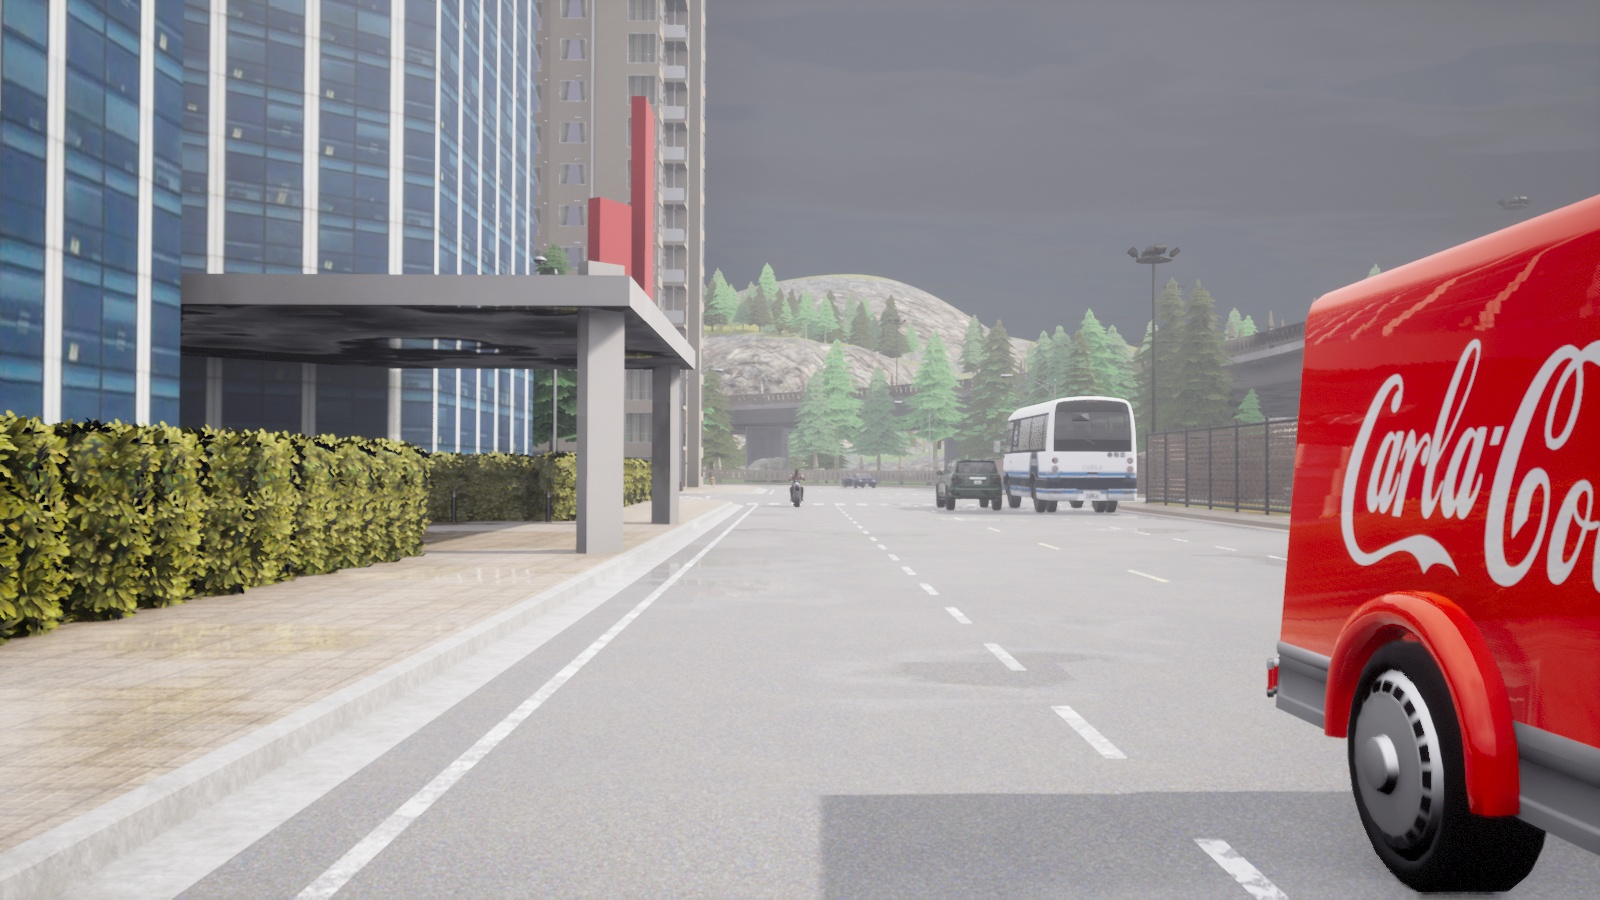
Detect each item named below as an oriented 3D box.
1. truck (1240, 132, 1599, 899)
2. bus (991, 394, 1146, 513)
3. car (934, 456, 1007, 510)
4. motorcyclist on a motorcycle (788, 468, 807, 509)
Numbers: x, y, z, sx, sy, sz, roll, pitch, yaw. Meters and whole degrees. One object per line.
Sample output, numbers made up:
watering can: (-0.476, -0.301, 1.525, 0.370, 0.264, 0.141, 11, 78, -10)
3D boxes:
truck: (3.488, 0.369, 3.559, 2.627, 2.467, 5.204, 0, -1, 0)
bus: (10.368, 0.189, 50.014, 3.944, 4.253, 10.273, 0, -1, 0)
car: (6.871, 1.318, 51.212, 2.150, 2.045, 5.566, 0, -1, 0)
motorcyclist on a motorcycle: (-0.120, 1.604, 52.904, 0.766, 1.649, 2.350, 0, -1, -1)
